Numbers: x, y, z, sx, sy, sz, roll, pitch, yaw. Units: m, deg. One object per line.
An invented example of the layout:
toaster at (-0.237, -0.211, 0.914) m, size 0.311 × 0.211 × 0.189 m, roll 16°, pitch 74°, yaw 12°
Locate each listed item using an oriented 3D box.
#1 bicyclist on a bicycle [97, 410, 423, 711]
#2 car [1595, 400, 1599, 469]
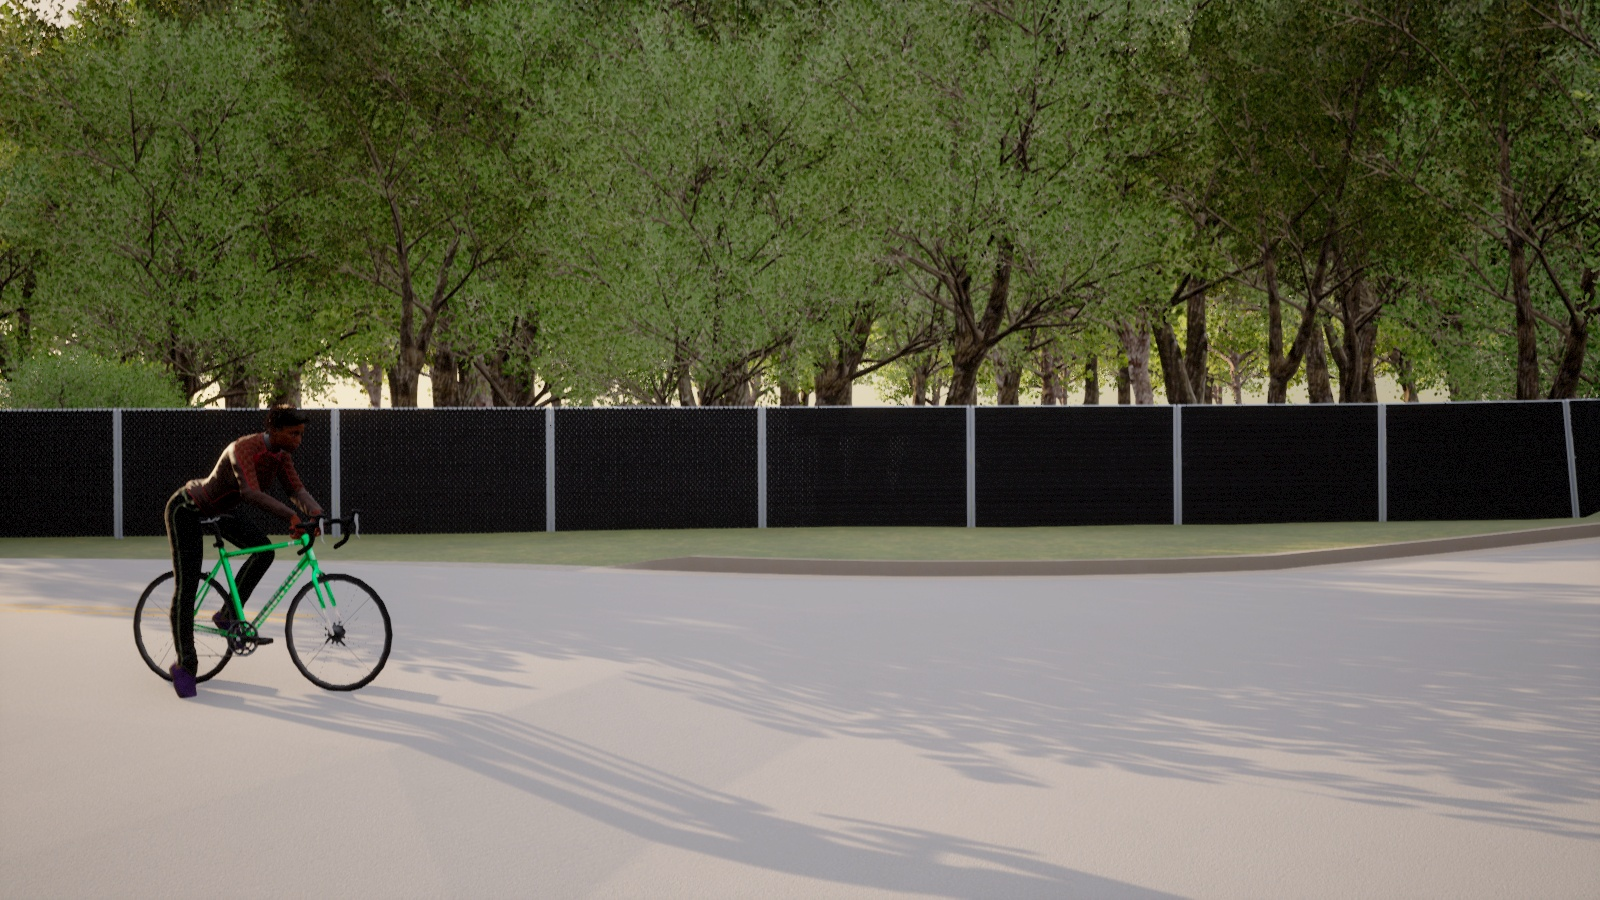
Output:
bicyclist on a bicycle at (-3.066, 0.589, 7.174) m, size 1.656 × 1.620 × 0.582 m, roll 0°, pitch 1°, yaw 10°
car at (10.983, 0.103, 13.237) m, size 3.988 × 1.617 × 1.851 m, roll -5°, pitch 1°, yaw -4°
